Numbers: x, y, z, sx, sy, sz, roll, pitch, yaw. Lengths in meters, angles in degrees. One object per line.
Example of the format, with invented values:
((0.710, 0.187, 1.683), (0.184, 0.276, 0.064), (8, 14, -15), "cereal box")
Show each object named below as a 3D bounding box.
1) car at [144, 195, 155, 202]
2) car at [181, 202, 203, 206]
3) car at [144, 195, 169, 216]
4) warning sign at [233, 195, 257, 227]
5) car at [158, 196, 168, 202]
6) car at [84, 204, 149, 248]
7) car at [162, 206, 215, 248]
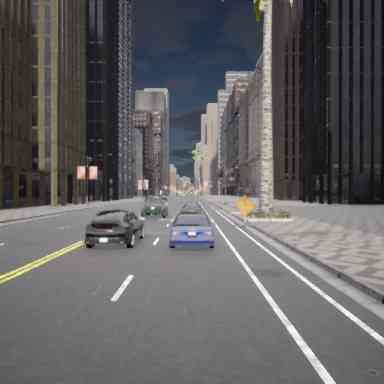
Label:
((-9.751, 1.412, 75.912), (1.837, 1.490, 4.892), (0, 0, 0), "car")
((0.000, 1.572, 29.651), (1.994, 1.385, 4.181), (0, 0, 0), "car")
((-3.250, 1.365, 29.620), (2.097, 1.767, 4.553), (0, 0, 0), "car")
((3.228, 1.114, 20.260), (1.300, 1.860, 1.060), (0, 0, 0), "warning sign")
((-6.501, 1.507, 75.882), (1.895, 1.301, 4.718), (0, 0, 0), "car")
((-3.250, 1.516, 14.650), (1.837, 1.490, 4.892), (0, 0, 0), "car")
((0.000, 1.563, 14.650), (2.033, 1.411, 5.357), (0, 0, 0), "car")
